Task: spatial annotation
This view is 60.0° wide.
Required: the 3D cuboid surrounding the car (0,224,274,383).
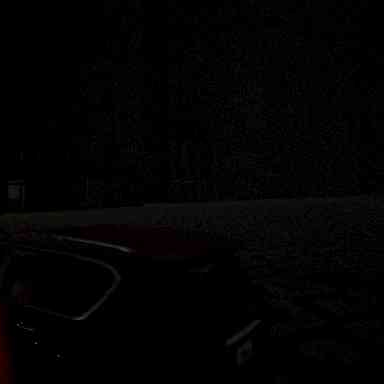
[{"bbox_3d":[-1.539,1.314,3.957,5.009,1.841,2.192,0,-1,35],"label":"car"}]
